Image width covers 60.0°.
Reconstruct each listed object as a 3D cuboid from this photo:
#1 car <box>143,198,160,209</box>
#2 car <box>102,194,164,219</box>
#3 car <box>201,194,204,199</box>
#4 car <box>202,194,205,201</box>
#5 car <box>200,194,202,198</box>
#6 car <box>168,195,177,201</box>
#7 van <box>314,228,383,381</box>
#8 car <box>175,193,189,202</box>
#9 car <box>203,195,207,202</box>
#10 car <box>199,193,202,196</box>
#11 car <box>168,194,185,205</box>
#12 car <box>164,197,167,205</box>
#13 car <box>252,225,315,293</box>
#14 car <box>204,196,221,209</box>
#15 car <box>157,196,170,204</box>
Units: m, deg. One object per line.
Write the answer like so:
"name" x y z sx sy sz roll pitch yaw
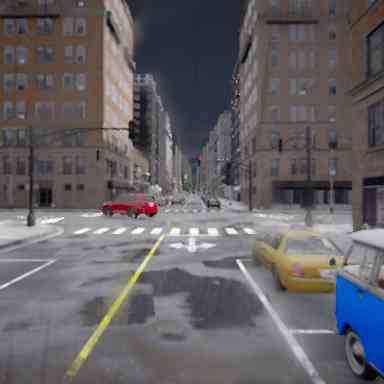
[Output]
"car" -5.532 1.587 46.322 1.802 1.307 4.206 1 0 1
"car" -5.508 1.226 29.257 5.566 2.045 2.150 0 -1 38
"car" 3.206 1.547 62.808 1.887 1.381 4.507 1 0 1
"car" 3.135 1.554 57.277 2.008 1.369 4.403 1 0 1
"car" 3.348 1.566 73.868 1.947 1.339 4.313 1 0 1
"car" -5.035 1.565 85.024 1.947 1.339 4.313 1 0 1
"van" 2.678 1.342 2.880 1.690 1.788 3.998 1 0 0
"car" -2.349 1.527 72.273 2.128 1.511 4.902 0 0 1
"car" 3.064 1.548 51.747 1.887 1.381 4.507 1 0 1
"car" 3.490 1.548 84.929 2.008 1.369 4.403 1 0 1
"car" -2.591 1.508 57.225 1.837 1.490 4.892 0 0 1
"car" -5.461 1.571 51.851 1.947 1.339 4.313 1 0 1
"car" 2.676 1.527 8.723 1.752 1.417 4.829 1 0 0
"car" 2.993 1.570 46.217 1.947 1.339 4.313 1 0 1
"car" -5.319 1.548 62.909 1.887 1.381 4.507 1 0 1
